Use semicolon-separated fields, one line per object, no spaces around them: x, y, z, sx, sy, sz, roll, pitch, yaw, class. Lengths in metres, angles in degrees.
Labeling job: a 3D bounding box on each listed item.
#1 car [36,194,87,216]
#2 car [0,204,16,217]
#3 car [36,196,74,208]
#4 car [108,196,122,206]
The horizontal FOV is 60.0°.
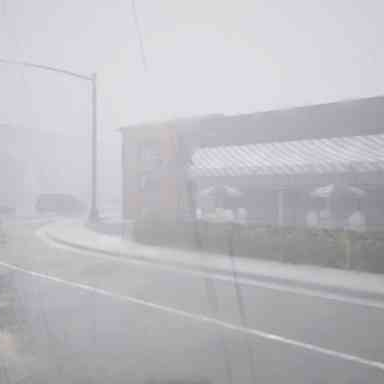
-12.863;1.195;33.062;2.150;2.045;5.566;-1;0;19;car
-17.524;1.518;28.527;2.033;1.411;5.357;0;0;5;car
-20.092;1.438;48.901;1.882;1.535;5.008;0;0;34;car
-11.649;1.473;55.199;1.837;1.490;4.892;0;0;34;car
